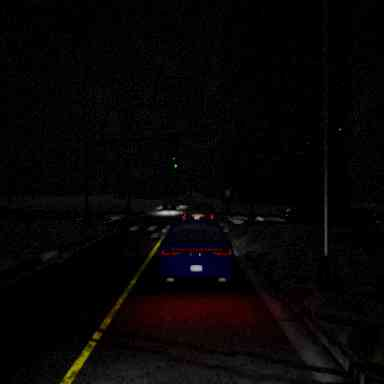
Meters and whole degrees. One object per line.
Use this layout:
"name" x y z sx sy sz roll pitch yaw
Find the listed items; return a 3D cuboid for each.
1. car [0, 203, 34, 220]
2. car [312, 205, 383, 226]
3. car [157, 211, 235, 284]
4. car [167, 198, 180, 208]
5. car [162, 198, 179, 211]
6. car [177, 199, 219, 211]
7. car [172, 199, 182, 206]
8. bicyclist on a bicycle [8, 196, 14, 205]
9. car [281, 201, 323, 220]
"car" -14.775 1.529 26.098 4.403 1.369 2.008 1 -1 0
"car" 12.133 1.938 26.193 4.313 1.339 1.947 1 -1 0
"car" 0.102 1.539 9.821 1.882 1.535 5.008 0 0 0
"car" -3.089 1.859 56.878 1.837 1.490 4.892 0 0 0
"car" -3.109 1.781 46.640 2.128 1.511 4.902 0 0 -2
"car" 0.605 1.481 20.815 2.097 1.767 4.553 0 0 7
"car" -3.013 2.018 67.091 1.895 1.301 4.718 0 0 0
"bicyclist on a bicycle" -20.499 1.263 37.583 0.582 1.620 1.656 1 0 0
"car" 10.950 1.739 32.043 4.553 1.767 2.097 1 0 0
